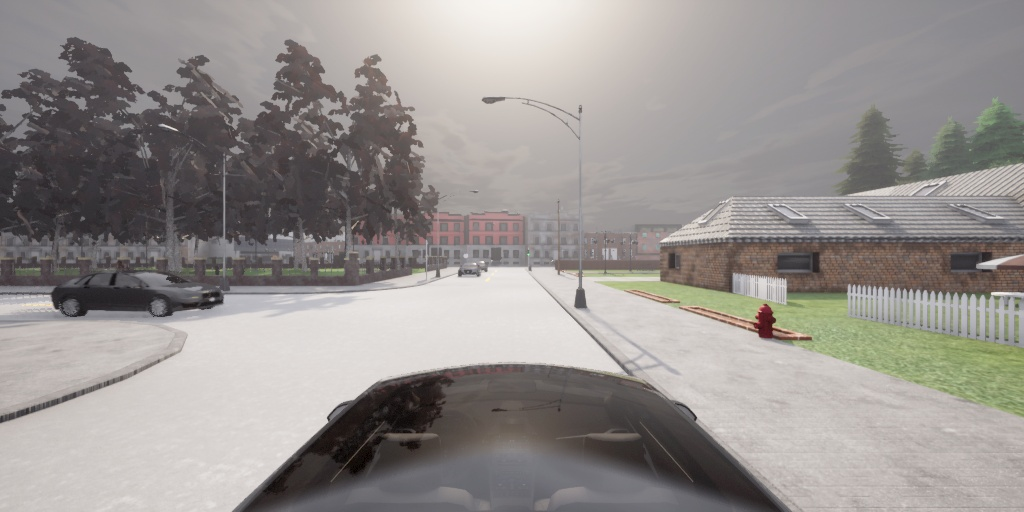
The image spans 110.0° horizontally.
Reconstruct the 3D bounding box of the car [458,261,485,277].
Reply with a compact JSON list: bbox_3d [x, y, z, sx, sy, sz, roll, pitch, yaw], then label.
[{"bbox_3d":[-4.125,1.314,35.608,1.994,1.385,4.181,0,0,0],"label":"car"}]

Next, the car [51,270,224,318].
[{"bbox_3d":[-12.817,1.255,12.444,4.892,1.490,1.837,0,0,1],"label":"car"}]

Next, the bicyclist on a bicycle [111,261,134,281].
[{"bbox_3d":[-22.656,1.099,20.853,0.582,1.620,1.656,0,0,0],"label":"bicyclist on a bicycle"}]

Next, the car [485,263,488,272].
[{"bbox_3d":[-4.109,1.314,45.593,1.994,1.385,4.181,0,0,0],"label":"car"}]
